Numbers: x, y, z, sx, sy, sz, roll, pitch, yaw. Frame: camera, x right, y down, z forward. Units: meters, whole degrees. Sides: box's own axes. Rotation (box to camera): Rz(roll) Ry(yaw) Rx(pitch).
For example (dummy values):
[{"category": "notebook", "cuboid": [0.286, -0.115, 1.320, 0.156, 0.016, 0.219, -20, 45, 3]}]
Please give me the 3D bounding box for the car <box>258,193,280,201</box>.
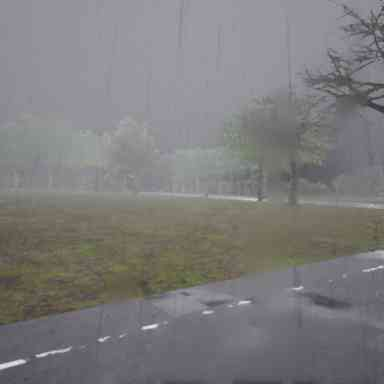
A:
[{"category": "car", "cuboid": [16.455, 1.018, 71.104, 1.882, 1.535, 5.008, 0, 2, -35]}]
